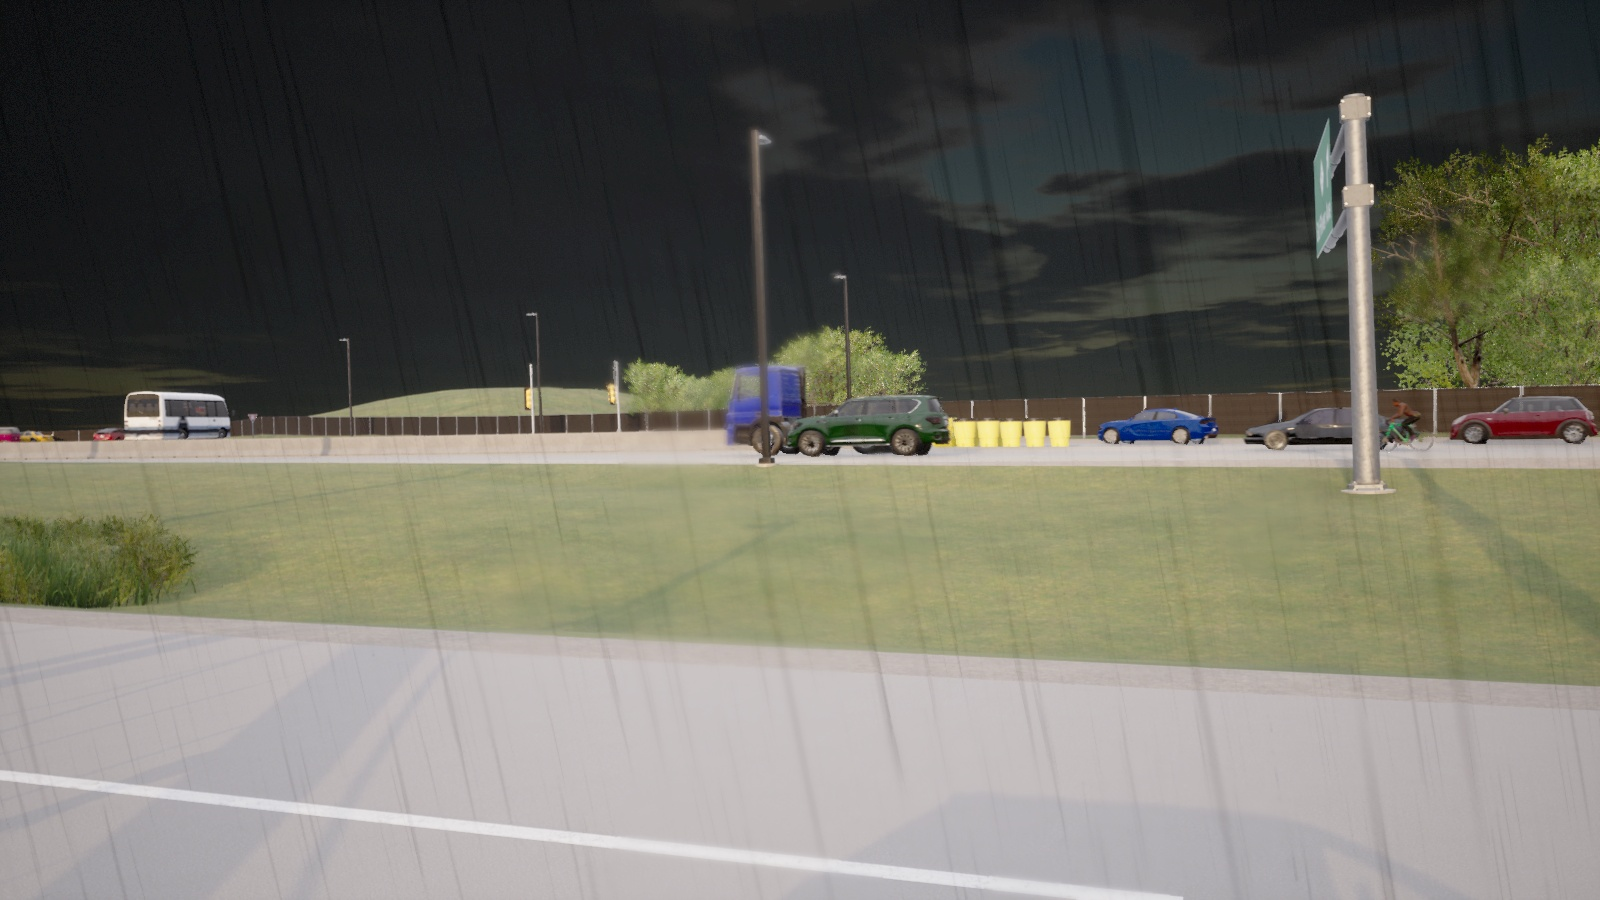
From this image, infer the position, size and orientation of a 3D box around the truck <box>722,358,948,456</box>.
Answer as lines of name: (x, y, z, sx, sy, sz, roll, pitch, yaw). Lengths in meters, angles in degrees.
truck: (1.318, -1.538, 47.031, 7.936, 3.462, 2.891, 0, 1, 19)

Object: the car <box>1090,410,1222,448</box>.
car: (14.970, -0.872, 52.927, 5.008, 1.535, 1.882, 1, 2, 39)

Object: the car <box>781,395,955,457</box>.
car: (2.338, -0.795, 42.979, 5.566, 2.045, 2.150, 0, 1, 19)

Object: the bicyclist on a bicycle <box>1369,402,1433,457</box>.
bicyclist on a bicycle: (17.958, -0.605, 37.535, 1.656, 1.620, 0.582, 0, 1, 19)

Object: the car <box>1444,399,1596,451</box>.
car: (25.571, -0.887, 44.647, 4.553, 1.767, 2.097, 0, 1, 34)

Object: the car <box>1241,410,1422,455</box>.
car: (17.405, -0.555, 41.435, 5.357, 1.411, 2.033, 0, 1, 19)
